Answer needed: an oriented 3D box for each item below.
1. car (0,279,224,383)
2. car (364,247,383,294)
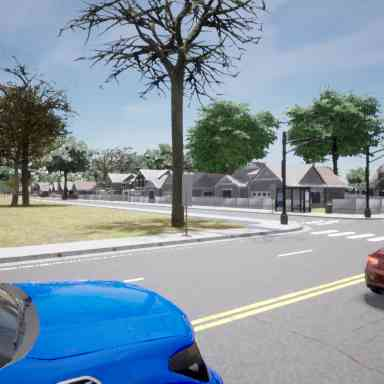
[{"bbox_3d":[-2.406,1.222,1.725,5.566,2.045,2.150,0,0,-36],"label":"car"},{"bbox_3d":[5.670,1.525,7.459,4.674,1.442,1.812,0,0,-36],"label":"car"}]
